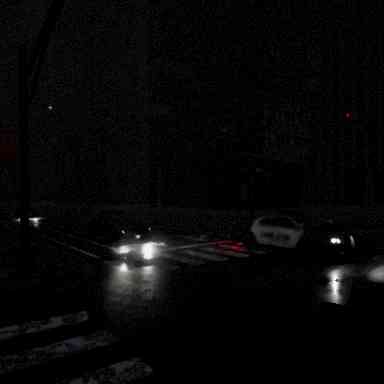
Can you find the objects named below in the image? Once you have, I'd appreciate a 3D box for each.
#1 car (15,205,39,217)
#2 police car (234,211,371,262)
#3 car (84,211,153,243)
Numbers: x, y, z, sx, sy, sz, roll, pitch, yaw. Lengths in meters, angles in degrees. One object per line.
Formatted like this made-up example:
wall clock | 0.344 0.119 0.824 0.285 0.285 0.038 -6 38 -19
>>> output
car | -18.801 2.150 37.763 2.033 1.411 5.357 -1 -1 -36
police car | 3.882 1.522 12.460 2.038 1.542 4.974 -1 0 -36
car | -4.092 1.740 17.679 2.033 1.411 5.357 -1 -1 -36
